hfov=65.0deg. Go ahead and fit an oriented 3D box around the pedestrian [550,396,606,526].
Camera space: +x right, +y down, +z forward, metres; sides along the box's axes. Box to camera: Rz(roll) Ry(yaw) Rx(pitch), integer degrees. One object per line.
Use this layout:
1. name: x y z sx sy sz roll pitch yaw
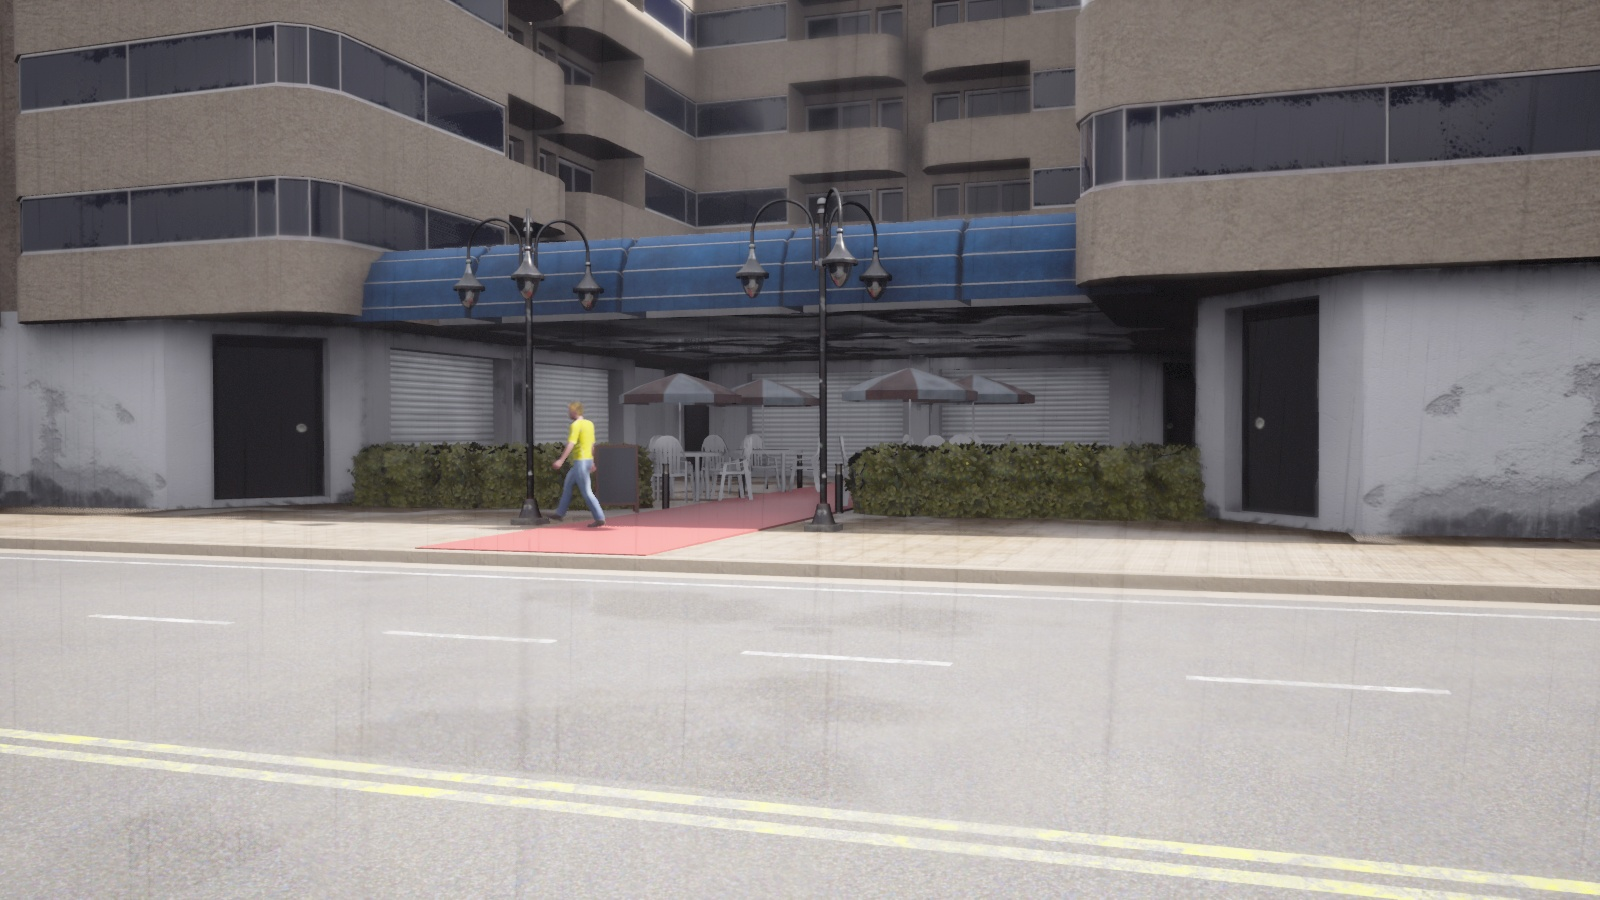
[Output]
1. pedestrian: -3.172 0.149 17.969 0.706 1.836 0.354 0 1 12
